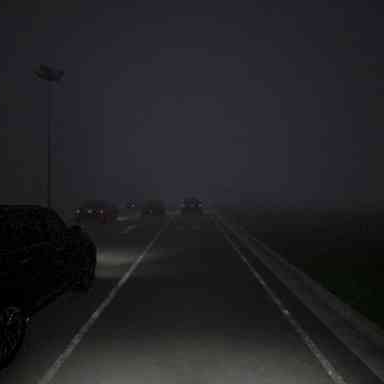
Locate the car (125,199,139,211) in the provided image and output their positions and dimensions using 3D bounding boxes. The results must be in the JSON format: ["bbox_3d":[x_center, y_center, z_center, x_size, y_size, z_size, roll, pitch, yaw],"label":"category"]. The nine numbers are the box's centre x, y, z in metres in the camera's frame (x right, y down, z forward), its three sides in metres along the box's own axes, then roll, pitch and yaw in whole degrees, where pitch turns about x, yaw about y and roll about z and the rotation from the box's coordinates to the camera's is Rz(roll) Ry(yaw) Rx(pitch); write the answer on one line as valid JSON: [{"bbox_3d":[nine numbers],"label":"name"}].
[{"bbox_3d":[-6.905,1.551,40.989,1.994,1.385,4.181,0,0,0],"label":"car"}]

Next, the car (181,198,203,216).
[{"bbox_3d":[-0.003,1.342,32.848,2.097,1.767,4.553,0,0,0],"label":"car"}]

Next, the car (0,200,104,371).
[{"bbox_3d":[-3.402,1.220,5.785,2.150,2.045,5.566,0,0,0],"label":"car"}]

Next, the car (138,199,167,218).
[{"bbox_3d":[-3.403,1.468,30.601,1.882,1.535,5.008,0,0,0],"label":"car"}]

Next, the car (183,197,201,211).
[{"bbox_3d":[-0.004,1.478,41.962,2.128,1.511,4.902,0,0,0],"label":"car"}]

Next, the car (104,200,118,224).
[{"bbox_3d":[-6.904,1.346,24.568,2.097,1.767,4.553,0,0,0],"label":"car"}]
